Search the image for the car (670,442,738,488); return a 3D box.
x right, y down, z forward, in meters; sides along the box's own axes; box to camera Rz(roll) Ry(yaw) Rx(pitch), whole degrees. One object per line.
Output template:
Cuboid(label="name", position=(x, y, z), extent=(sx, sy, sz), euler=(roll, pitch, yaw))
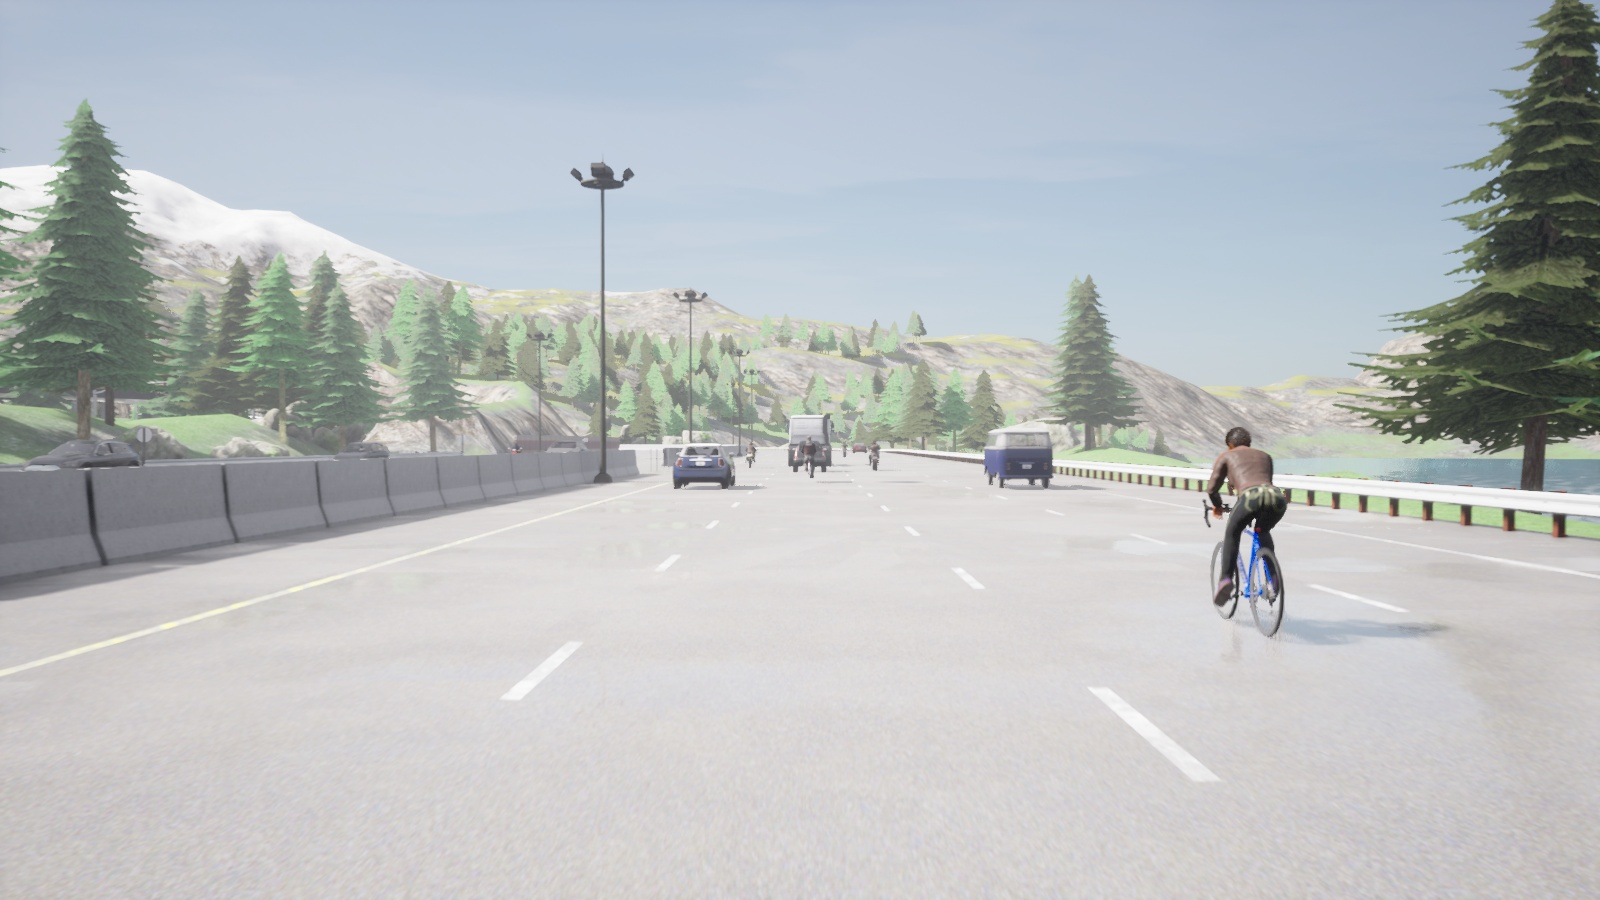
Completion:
Cuboid(label="car", position=(-3.198, 0.469, 42.554), extent=(1.970, 1.475, 3.806), euler=(0, 0, 1))

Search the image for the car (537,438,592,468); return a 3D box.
Cuboid(label="car", position=(-13.442, 0.173, 71.966), extent=(2.242, 1.667, 4.611), euler=(0, 0, 1))

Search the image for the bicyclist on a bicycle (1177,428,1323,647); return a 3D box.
Cuboid(label="bicyclist on a bicycle", position=(3.574, 0.645, 10.110), extent=(0.582, 1.620, 1.656), euler=(0, 0, 0))

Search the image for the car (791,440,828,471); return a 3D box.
Cuboid(label="car", position=(0.507, 0.273, 66.024), extent=(1.851, 1.617, 3.988), euler=(0, 0, 0))

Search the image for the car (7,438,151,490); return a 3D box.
Cuboid(label="car", position=(-24.201, 0.418, 42.382), extent=(2.033, 1.649, 4.856), euler=(0, 0, 0))

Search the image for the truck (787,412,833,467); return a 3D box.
Cuboid(label="truck", position=(0.651, -0.701, 82.645), extent=(2.891, 3.462, 7.936), euler=(0, 0, 1))

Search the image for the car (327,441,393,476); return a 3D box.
Cuboid(label="car", position=(-20.557, 0.375, 58.784), extent=(1.789, 1.549, 3.705), euler=(0, 0, 1))

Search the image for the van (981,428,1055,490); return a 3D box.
Cuboid(label="van", position=(7.302, 0.265, 42.514), extent=(1.775, 1.987, 4.442), euler=(0, 0, 1))
